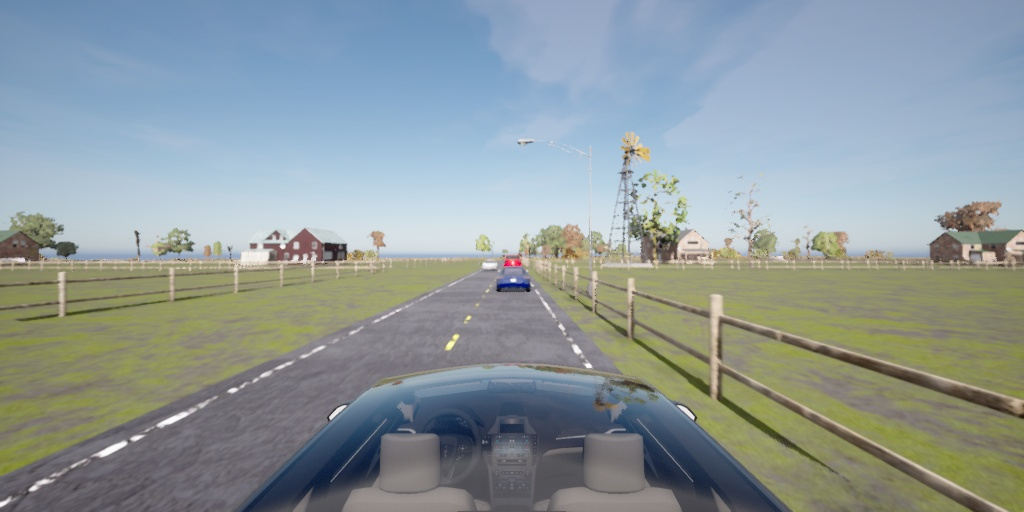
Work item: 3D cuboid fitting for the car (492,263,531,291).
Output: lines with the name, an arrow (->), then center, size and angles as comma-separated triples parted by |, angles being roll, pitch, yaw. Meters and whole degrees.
car -> 0.078, 1.279, 21.384 | 1.994, 1.385, 4.181 | 0, 0, 0

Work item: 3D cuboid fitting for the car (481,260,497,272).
car -> -2.836, 1.195, 45.875 | 1.812, 1.442, 4.674 | 0, 0, 0

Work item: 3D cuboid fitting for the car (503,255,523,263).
car -> 0.093, 0.886, 42.922 | 2.150, 2.045, 5.566 | 0, -1, 0
